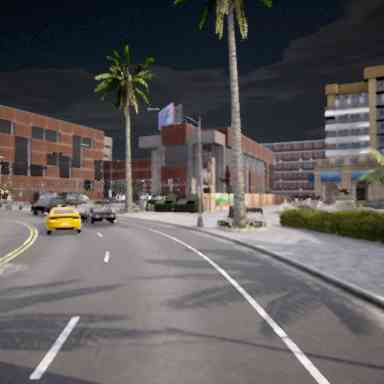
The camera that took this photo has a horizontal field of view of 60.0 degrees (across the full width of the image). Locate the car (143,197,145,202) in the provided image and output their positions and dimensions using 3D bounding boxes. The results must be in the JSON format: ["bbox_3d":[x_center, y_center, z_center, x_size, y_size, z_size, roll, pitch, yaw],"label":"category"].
[{"bbox_3d":[-9.524,2.209,69.678,4.674,1.452,2.002,0,-1,25],"label":"car"}]

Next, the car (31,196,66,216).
[{"bbox_3d":[-16.012,1.669,37.367,5.566,2.045,2.150,0,-1,44],"label":"car"}]

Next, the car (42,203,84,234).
[{"bbox_3d":[-8.444,1.734,21.573,1.882,1.535,5.008,1,-1,-25],"label":"car"}]

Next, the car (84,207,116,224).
[{"bbox_3d":[-7.938,1.923,27.631,1.895,1.301,4.718,0,-1,-32],"label":"car"}]

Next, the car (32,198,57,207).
[{"bbox_3d":[-29.555,2.050,66.545,4.553,1.767,2.185,0,-1,25],"label":"car"}]
